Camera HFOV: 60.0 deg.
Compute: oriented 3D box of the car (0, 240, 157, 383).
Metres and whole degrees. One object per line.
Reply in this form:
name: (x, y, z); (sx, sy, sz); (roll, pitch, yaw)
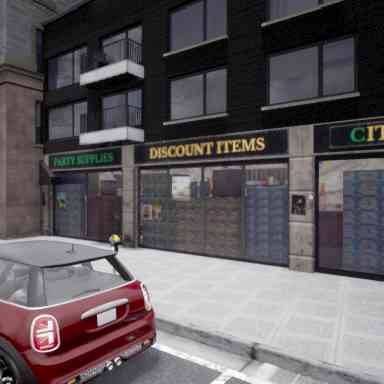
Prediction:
car: (-2.542, 1.440, 4.894); (4.097, 1.590, 1.967); (0, 0, 36)
